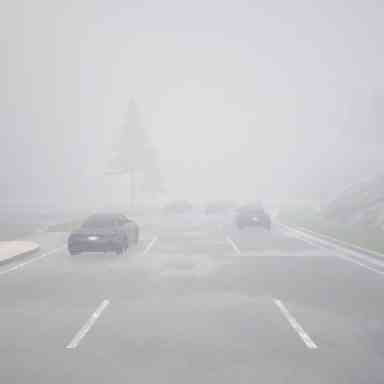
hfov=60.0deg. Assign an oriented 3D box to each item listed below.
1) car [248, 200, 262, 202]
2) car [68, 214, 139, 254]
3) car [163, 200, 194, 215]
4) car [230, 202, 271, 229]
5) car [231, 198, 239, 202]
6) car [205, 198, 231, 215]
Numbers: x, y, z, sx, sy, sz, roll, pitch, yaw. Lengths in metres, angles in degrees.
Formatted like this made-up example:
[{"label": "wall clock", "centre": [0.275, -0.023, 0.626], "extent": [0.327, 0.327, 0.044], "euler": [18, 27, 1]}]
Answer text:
[{"label": "car", "centre": [7.348, 1.564, 38.471], "extent": [1.994, 1.385, 4.181], "euler": [0, 0, 16]}, {"label": "car", "centre": [-3.392, 1.564, 13.419], "extent": [1.994, 1.385, 4.181], "euler": [0, 0, 0]}, {"label": "car", "centre": [-1.267, 1.547, 34.030], "extent": [2.033, 1.411, 5.357], "euler": [0, 0, 16]}, {"label": "car", "centre": [3.796, 1.564, 21.479], "extent": [1.994, 1.385, 4.181], "euler": [0, 0, 2]}, {"label": "car", "centre": [5.298, 1.526, 44.167], "extent": [1.812, 1.442, 4.674], "euler": [0, 0, 16]}, {"label": "car", "centre": [2.539, 1.526, 34.205], "extent": [1.812, 1.442, 4.674], "euler": [0, 0, 15]}]
